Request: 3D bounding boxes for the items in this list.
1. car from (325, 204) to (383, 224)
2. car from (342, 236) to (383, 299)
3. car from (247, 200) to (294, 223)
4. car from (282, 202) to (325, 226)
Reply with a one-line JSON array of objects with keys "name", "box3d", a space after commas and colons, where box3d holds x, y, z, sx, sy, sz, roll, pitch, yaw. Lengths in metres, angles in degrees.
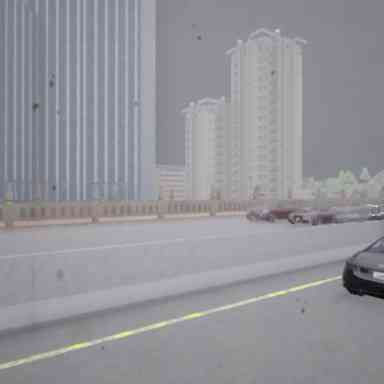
[{"name": "car", "box3d": [10.388, 1.533, 20.000, 4.892, 1.490, 1.837, 0, 0, -35]}, {"name": "car", "box3d": [5.267, 1.576, 7.505, 4.181, 1.385, 1.994, 0, 0, -35]}, {"name": "car", "box3d": [6.367, 1.380, 25.730, 4.553, 1.767, 2.097, 0, 0, -35]}, {"name": "car", "box3d": [8.573, 1.593, 23.005, 4.181, 1.385, 1.994, 0, 0, -35]}]
